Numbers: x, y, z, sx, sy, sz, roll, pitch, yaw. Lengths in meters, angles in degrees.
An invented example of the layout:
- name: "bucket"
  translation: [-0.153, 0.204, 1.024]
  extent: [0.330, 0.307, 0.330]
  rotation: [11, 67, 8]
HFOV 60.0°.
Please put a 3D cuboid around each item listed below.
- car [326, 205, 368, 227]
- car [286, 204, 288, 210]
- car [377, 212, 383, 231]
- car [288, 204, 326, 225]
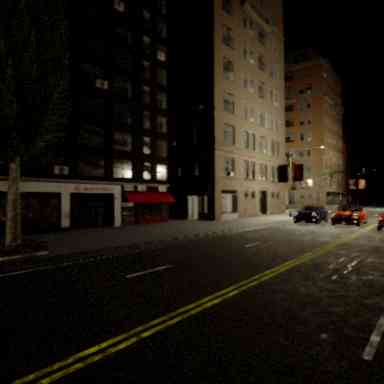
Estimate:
- name: "car"
  translation: [12.946, 1.852, 27.333]
  extent: [2.097, 1.767, 4.553]
  rotation: [-1, -1, 36]
- name: "car"
  translation: [16.478, 2.838, 63.816]
  extent: [4.313, 1.339, 1.947]
  rotation: [-1, -2, 37]
- name: "car"
  translation: [14.201, 1.929, 23.227]
  extent: [1.812, 1.442, 4.674]
  rotation: [-1, -2, 36]
- name: "car"
  translation: [10.672, 1.921, 29.724]
  extent: [2.097, 1.767, 4.553]
  rotation: [-1, -1, 36]
